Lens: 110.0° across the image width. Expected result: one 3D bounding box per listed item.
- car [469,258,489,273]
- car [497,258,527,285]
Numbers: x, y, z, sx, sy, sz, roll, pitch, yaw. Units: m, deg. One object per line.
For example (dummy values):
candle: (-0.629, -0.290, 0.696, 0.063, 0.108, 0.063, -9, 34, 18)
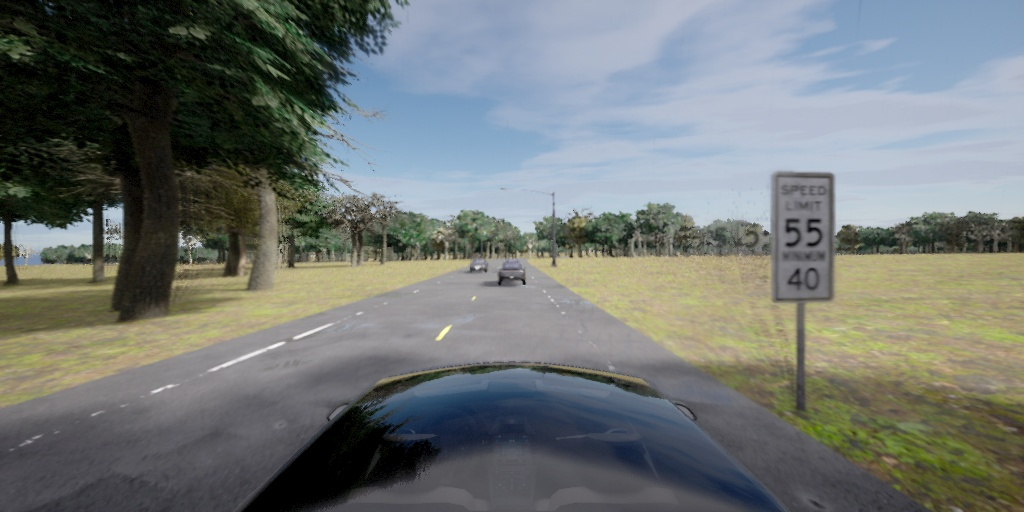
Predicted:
car: (-3.501, 0.998, 38.905, 2.128, 1.511, 4.902, 0, 1, 0)
car: (0.014, 1.124, 24.771, 2.128, 1.511, 4.902, 0, 0, 0)
